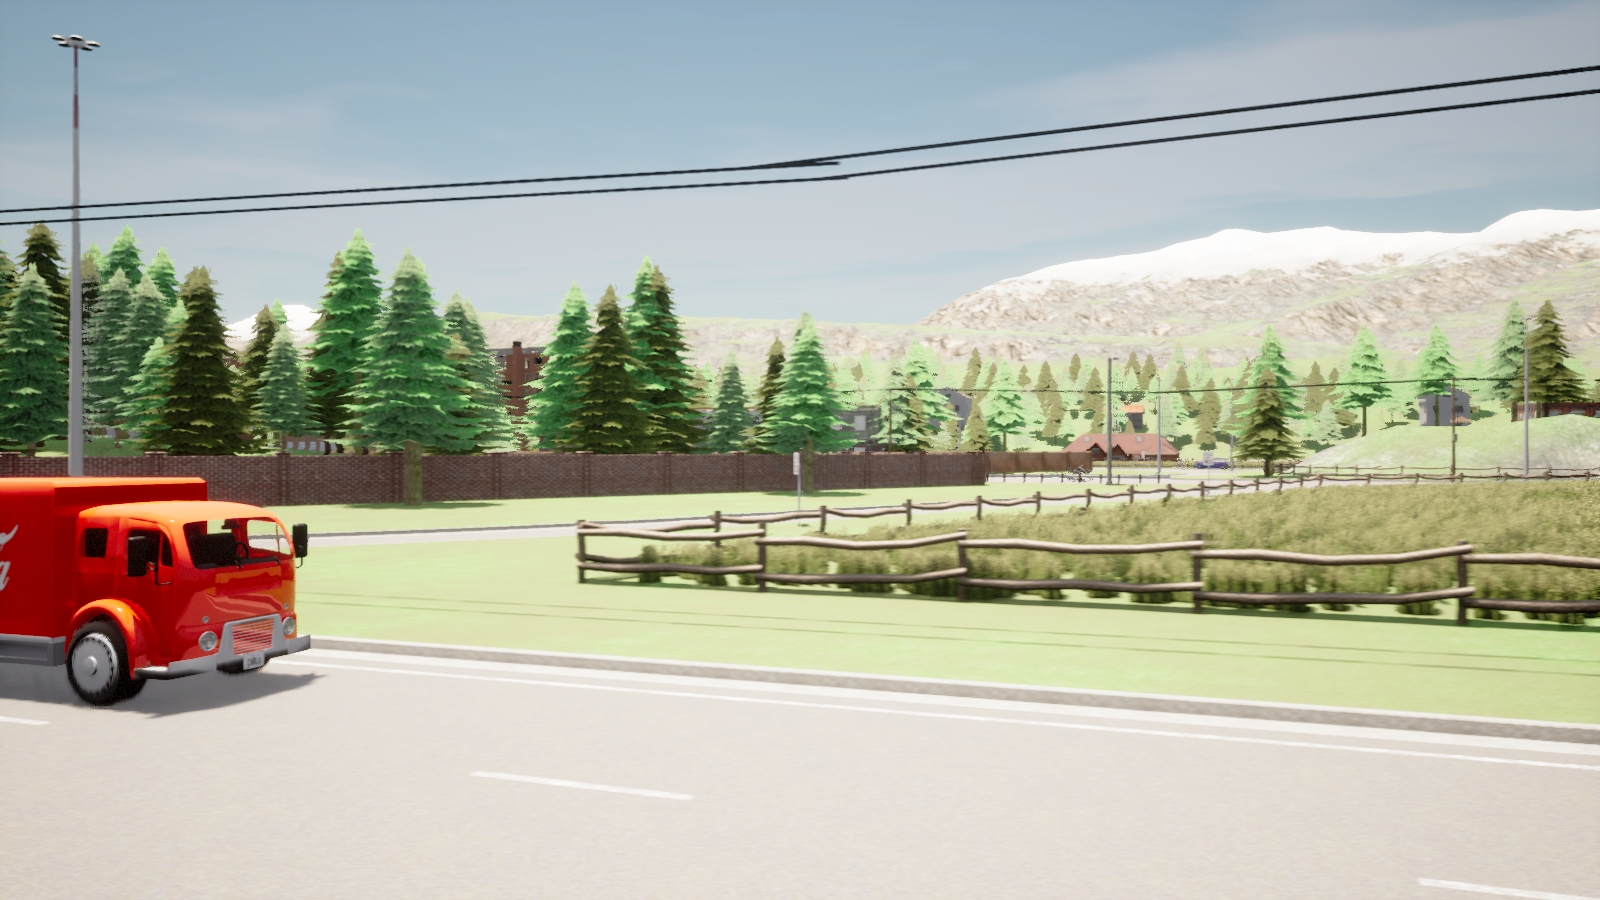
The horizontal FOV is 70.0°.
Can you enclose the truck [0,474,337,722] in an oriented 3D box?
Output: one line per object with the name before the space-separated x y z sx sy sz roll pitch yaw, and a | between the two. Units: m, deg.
truck | -8.663 1.568 13.901 5.204 2.467 2.627 0 0 20
